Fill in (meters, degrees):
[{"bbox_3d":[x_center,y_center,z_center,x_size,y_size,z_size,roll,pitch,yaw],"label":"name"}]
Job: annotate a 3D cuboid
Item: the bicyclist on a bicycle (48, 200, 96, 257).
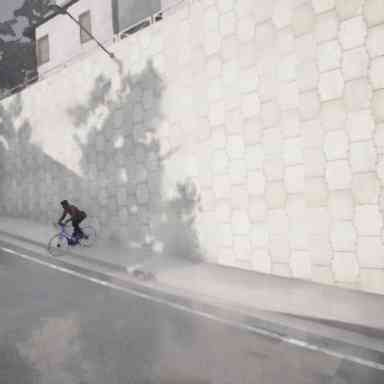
[{"bbox_3d":[-3.577,1.017,9.915,0.582,1.620,1.656,4,12,37],"label":"bicyclist on a bicycle"}]
